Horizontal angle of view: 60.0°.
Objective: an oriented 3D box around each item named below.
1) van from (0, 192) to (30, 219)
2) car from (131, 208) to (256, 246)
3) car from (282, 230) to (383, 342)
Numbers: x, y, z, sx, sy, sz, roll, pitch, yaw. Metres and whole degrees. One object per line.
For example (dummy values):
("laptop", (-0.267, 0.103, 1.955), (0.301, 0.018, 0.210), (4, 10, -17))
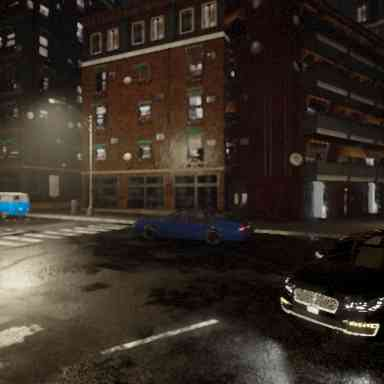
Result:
("van", (-13.560, 0.922, 23.916), (3.998, 1.788, 1.690), (1, -1, 26))
("car", (0.014, 1.421, 14.537), (5.357, 1.411, 2.033), (1, 1, 25))
("car", (3.793, 1.553, 6.474), (4.892, 1.490, 1.837), (1, 0, -36))
